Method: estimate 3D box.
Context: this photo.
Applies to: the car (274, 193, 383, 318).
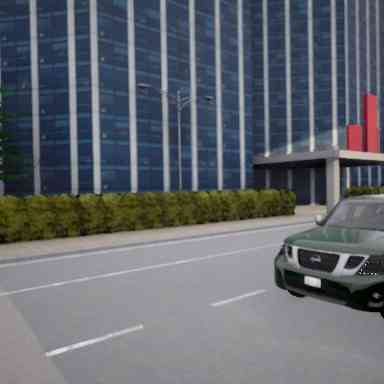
[{"bbox_3d":[4.190,1.059,7.124,5.566,2.045,2.150,-2,1,-37],"label":"car"}]
